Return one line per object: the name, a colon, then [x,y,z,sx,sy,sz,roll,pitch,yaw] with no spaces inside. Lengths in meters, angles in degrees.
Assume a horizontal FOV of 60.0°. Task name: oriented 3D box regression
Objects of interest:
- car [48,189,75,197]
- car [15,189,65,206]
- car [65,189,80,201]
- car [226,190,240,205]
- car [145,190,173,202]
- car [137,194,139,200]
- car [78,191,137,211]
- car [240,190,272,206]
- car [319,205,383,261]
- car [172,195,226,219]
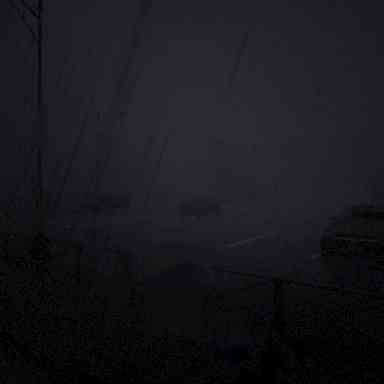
car: [-26.994,0.197,69.131,2.128,1.511,4.902,1,1,35]
car: [-17.377,0.535,37.749,1.932,1.855,4.605,1,1,35]
car: [-17.348,0.609,49.932,2.007,1.523,4.514,1,1,35]
car: [5.634,0.687,42.900,1.905,1.878,3.866,1,1,35]
car: [-4.862,0.585,50.216,2.152,1.636,5.027,1,1,35]
car: [-10.312,0.574,53.620,1.970,1.475,3.806,1,1,35]
car: [-7.567,0.912,30.045,2.007,1.523,4.514,1,1,35]
car: [8.253,0.747,41.577,1.932,1.855,4.605,1,1,35]
car: [5.935,1.273,11.229,2.152,1.636,5.027,1,1,35]
car: [0.606,1.074,24.298,1.845,1.501,3.633,1,1,35]
